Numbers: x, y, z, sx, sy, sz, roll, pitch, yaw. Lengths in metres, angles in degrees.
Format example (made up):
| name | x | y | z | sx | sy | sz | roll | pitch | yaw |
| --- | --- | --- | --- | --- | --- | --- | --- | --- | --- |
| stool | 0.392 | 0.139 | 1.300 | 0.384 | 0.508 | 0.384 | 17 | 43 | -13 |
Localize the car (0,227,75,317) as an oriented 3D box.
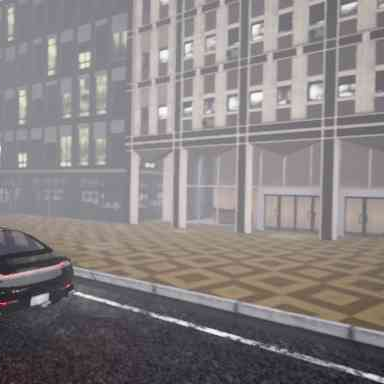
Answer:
| name | x | y | z | sx | sy | sz | roll | pitch | yaw |
| --- | --- | --- | --- | --- | --- | --- | --- | --- | --- |
| car | -4.391 | 1.452 | 6.551 | 4.902 | 1.511 | 2.128 | 0 | 0 | 34 |
